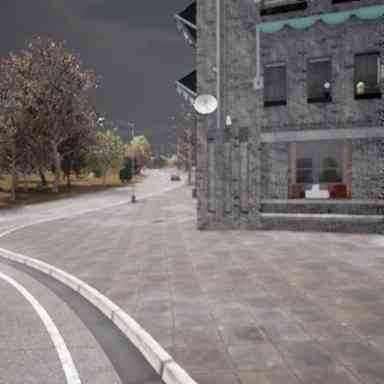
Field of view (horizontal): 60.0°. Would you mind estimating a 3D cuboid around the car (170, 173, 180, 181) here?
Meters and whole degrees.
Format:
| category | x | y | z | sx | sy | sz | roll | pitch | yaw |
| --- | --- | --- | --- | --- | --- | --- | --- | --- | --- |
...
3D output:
| category | x | y | z | sx | sy | sz | roll | pitch | yaw |
| --- | --- | --- | --- | --- | --- | --- | --- | --- | --- |
| car | -3.349 | -3.058 | 67.323 | 2.128 | 1.511 | 4.902 | 0 | 5 | -1 |
